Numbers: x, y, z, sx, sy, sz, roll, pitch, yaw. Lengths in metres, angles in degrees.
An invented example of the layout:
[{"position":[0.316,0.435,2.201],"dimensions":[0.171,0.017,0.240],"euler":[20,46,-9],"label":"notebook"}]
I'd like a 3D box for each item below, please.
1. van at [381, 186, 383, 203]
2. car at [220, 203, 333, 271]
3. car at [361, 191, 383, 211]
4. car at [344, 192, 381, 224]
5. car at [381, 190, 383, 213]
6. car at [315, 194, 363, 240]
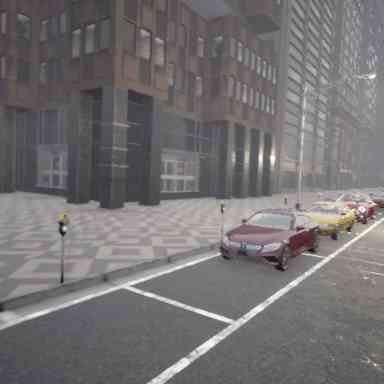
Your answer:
[{"position":[22.104,0.243,36.702],"dimensions":[1.690,1.788,3.998],"euler":[5,4,36],"label":"van"},{"position":[2.419,1.152,9.472],"dimensions":[1.802,1.307,4.206],"euler":[5,4,36],"label":"car"},{"position":[15.537,0.669,27.632],"dimensions":[1.887,1.381,4.507],"euler":[5,4,36],"label":"car"},{"position":[8.983,0.787,18.545],"dimensions":[1.967,1.590,4.097],"euler":[5,4,36],"label":"car"},{"position":[12.258,0.780,23.091],"dimensions":[1.887,1.381,4.507],"euler":[5,4,36],"label":"car"},{"position":[5.601,0.987,13.872],"dimensions":[1.752,1.417,4.829],"euler":[5,4,36],"label":"car"}]
